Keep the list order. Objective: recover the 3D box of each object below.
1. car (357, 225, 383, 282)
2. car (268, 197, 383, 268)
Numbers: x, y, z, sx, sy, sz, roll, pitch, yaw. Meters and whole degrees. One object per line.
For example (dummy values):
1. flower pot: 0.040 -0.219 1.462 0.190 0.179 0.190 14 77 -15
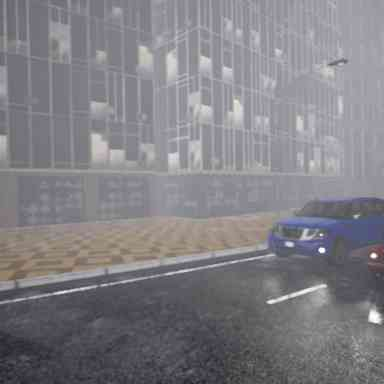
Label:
1. car: 6.447 1.591 8.677 4.718 1.301 1.895 0 0 -38
2. car: 5.095 1.218 11.752 5.566 2.045 2.150 0 0 -39
